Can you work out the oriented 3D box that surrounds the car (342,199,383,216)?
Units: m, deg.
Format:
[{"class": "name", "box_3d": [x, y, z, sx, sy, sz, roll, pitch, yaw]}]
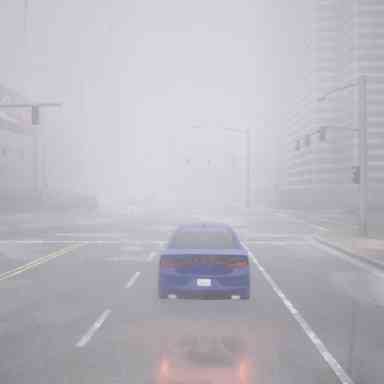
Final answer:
[{"class": "car", "box_3d": [17.234, 1.505, 32.366, 4.892, 1.490, 1.837, 0, 0, 2]}]

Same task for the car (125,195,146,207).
[{"class": "car", "box_3d": [-8.955, 1.564, 51.518, 1.994, 1.385, 4.181, 0, 0, 2]}]

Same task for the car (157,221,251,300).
[{"class": "car", "box_3d": [0.310, 1.478, 8.462, 1.882, 1.535, 5.008, 0, 0, 2]}]

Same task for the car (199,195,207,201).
[{"class": "car", "box_3d": [2.781, 1.524, 86.238, 1.812, 1.442, 4.674, 0, 0, 2]}]

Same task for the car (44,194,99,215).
[{"class": "car", "box_3d": [-12.522, 1.224, 35.088, 2.150, 2.045, 5.566, 2, 1, 42]}]

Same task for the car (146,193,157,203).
[{"class": "car", "box_3d": [-8.371, 1.221, 66.888, 2.150, 2.045, 5.566, 0, 0, 2]}]
